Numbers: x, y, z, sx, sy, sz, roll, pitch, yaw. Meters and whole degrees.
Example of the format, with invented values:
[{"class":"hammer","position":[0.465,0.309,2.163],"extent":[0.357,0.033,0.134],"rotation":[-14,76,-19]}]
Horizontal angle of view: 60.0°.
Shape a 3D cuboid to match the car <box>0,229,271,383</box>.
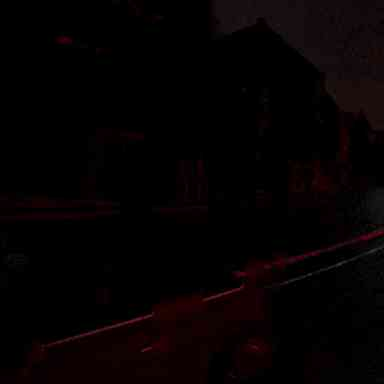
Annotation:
[{"class":"car","position":[-1.342,1.356,3.240],"extent":[4.553,1.767,2.097],"rotation":[-1,0,-37]}]
